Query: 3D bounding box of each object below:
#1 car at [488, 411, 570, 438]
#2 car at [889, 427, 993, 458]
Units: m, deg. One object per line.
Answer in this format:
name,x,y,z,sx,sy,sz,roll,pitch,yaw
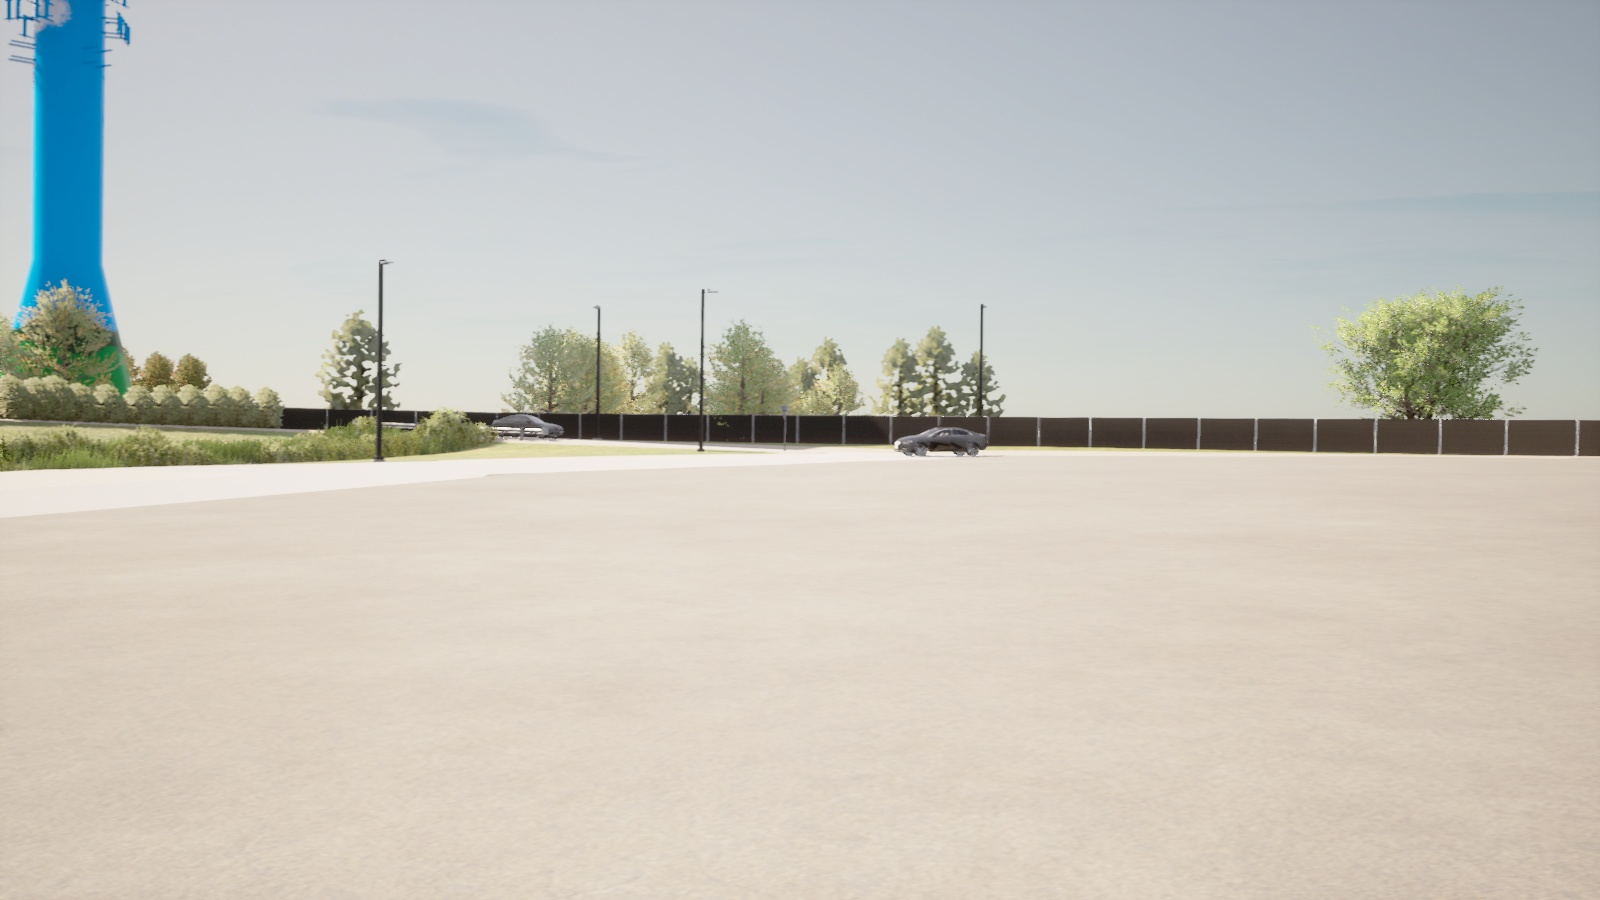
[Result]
car,-16.916,-1.562,78.367,4.674,1.442,1.812,3,1,17
car,7.258,-0.396,64.821,4.902,1.511,2.128,0,1,-17
